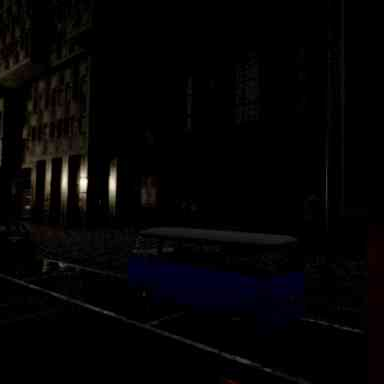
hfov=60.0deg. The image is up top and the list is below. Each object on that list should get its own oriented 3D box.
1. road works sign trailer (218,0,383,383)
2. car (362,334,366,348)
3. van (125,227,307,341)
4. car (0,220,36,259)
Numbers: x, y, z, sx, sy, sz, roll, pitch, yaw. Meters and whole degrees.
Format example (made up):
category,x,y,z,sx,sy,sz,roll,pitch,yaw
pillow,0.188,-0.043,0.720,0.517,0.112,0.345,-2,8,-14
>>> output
category,x,y,z,sx,sy,sz,roll,pitch,yaw
road works sign trailer,1.421,0.622,2.552,2.880,3.560,2.380,-1,-3,39
car,4.531,1.784,3.496,4.829,1.417,1.752,-1,-3,39
van,0.316,1.685,6.979,3.998,1.788,1.690,-1,-3,39
car,-8.385,1.958,14.143,4.097,1.590,1.967,-1,-3,39
